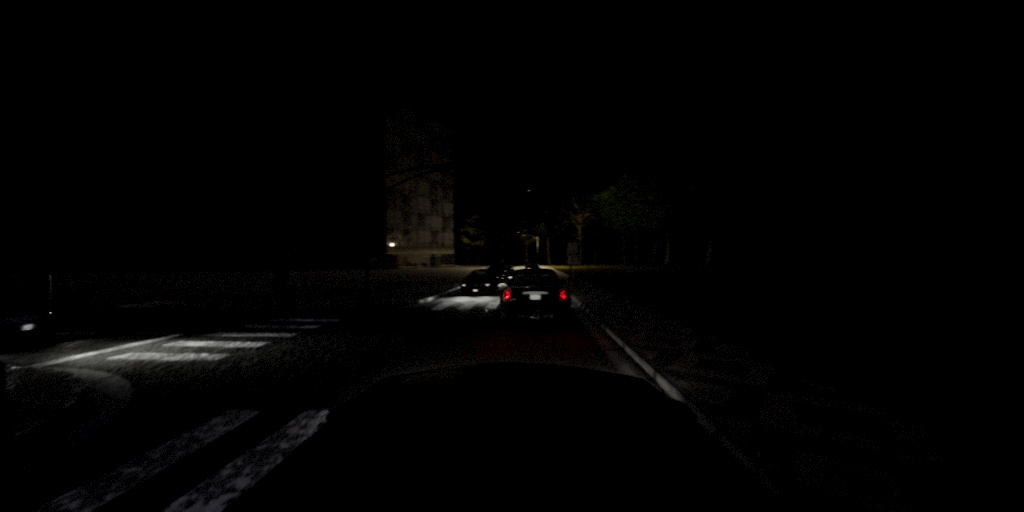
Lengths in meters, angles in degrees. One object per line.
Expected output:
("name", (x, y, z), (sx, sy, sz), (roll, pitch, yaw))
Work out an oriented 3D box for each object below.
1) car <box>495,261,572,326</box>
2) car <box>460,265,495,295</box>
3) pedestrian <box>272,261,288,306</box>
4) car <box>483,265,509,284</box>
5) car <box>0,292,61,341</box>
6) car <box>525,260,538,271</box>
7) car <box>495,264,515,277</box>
("car", (0.772, 1.192, 12.178), (2.097, 1.767, 4.553), (-1, -1, 3))
("car", (-1.874, 1.517, 22.264), (2.033, 1.411, 5.357), (-1, -1, 3))
("pedestrian", (-9.308, 1.081, 14.493), (0.375, 1.860, 0.375), (-1, 0, 5))
("car", (-1.327, 1.558, 32.035), (1.837, 1.490, 4.892), (-1, -1, 3))
("car", (-14.073, 1.473, 8.808), (4.902, 1.511, 2.128), (-1, 0, 5))
("car", (3.394, 1.617, 63.256), (2.097, 1.767, 4.553), (-1, 0, 3))
("car", (-0.758, 1.700, 42.063), (1.994, 1.385, 4.181), (-1, -1, 2))
